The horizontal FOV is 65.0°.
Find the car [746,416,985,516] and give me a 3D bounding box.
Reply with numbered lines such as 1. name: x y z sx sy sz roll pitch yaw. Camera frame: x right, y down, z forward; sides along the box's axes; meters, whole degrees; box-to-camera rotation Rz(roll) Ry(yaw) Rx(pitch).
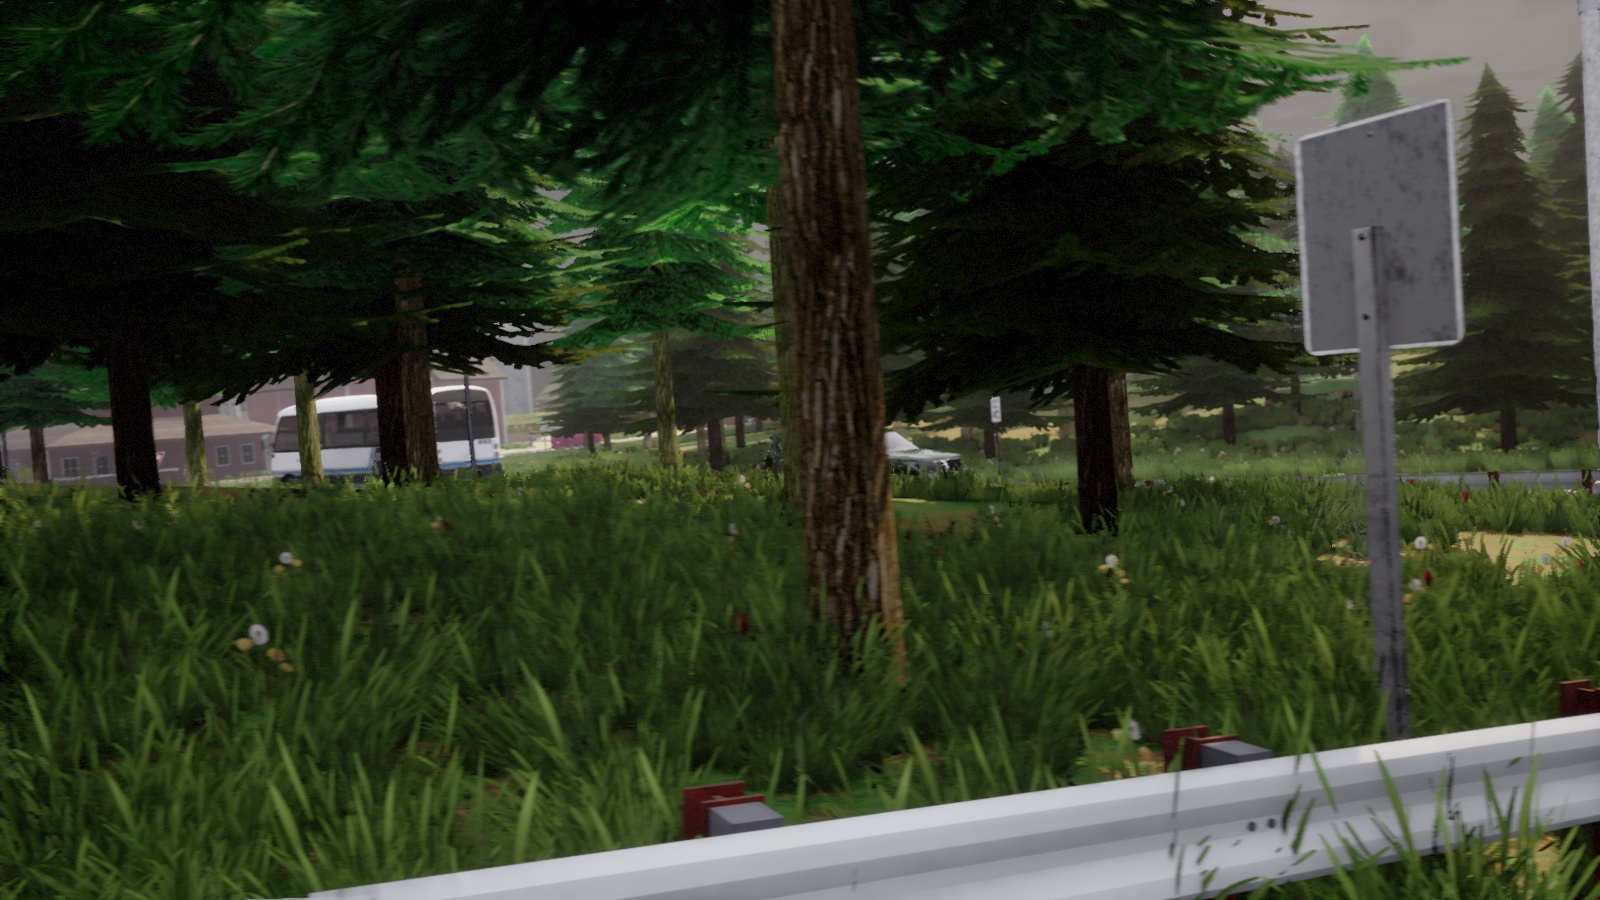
1. car: 1.606 0.435 31.809 5.566 2.045 2.150 -4 3 34

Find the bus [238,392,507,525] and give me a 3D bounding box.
1. bus: -16.517 0.393 48.169 10.273 4.253 3.944 -4 3 34
